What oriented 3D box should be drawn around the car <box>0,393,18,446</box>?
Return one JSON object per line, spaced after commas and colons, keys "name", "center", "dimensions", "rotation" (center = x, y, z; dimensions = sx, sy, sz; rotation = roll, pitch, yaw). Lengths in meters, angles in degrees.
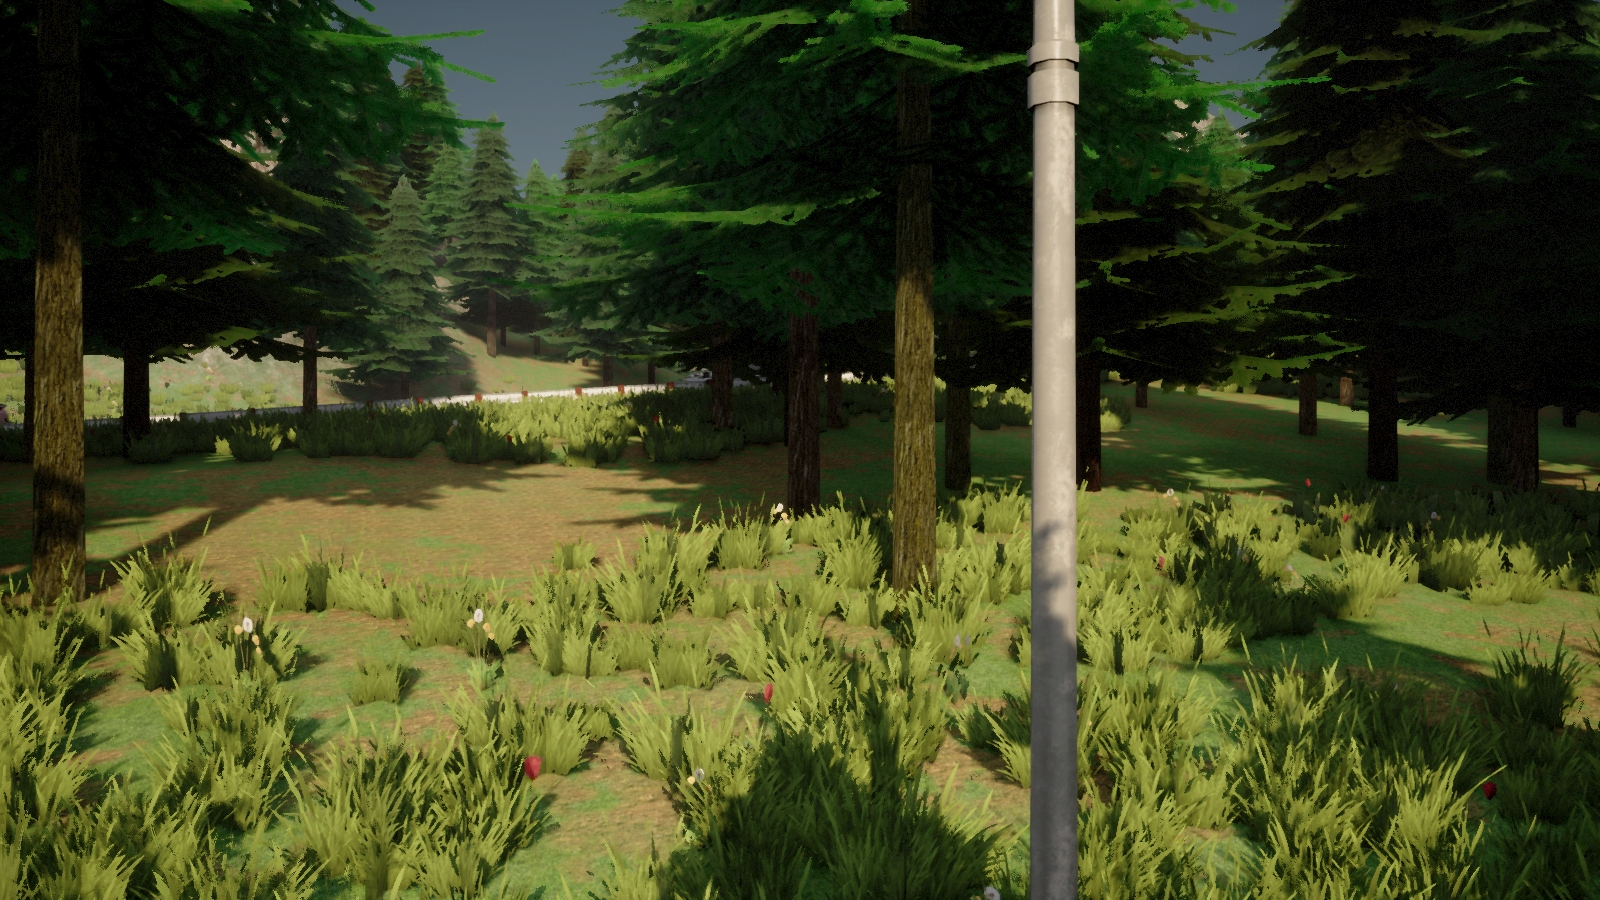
{"name": "car", "center": [-25.313, -0.728, 32.852], "dimensions": [4.514, 1.525, 2.007], "rotation": [-5, 3, -36]}
